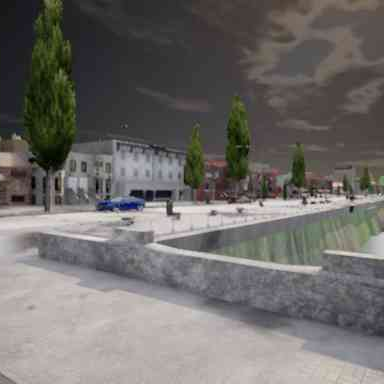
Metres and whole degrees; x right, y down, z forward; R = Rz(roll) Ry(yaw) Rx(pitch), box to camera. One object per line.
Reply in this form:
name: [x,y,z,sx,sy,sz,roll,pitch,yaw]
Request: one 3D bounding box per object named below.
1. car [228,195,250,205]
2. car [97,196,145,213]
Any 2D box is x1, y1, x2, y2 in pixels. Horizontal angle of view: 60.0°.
car: [7.213,1.186,50.470,1.994,1.385,4.181,1,1,36]
car: [-6.542,1.103,31.153,1.882,1.535,5.008,1,1,35]
